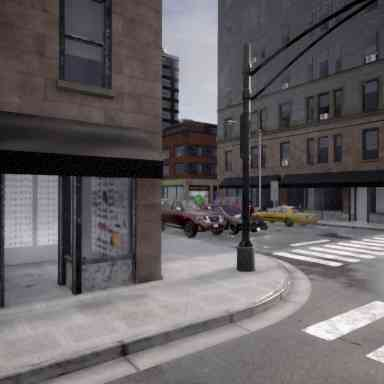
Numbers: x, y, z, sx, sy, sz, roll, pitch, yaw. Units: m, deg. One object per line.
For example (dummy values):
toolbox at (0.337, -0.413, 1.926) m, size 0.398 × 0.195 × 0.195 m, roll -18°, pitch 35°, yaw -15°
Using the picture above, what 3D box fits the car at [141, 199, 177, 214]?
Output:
car at (-3.682, 1.531, 36.427) m, size 1.887 × 1.381 × 4.507 m, roll 0°, pitch 0°, yaw -36°

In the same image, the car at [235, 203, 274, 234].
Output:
car at (1.795, 1.529, 19.245) m, size 2.033 × 1.411 × 5.357 m, roll 0°, pitch 0°, yaw -38°

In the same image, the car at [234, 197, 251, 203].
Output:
car at (2.916, 1.314, 27.182) m, size 2.192 × 1.841 × 5.009 m, roll 0°, pitch 0°, yaw -36°

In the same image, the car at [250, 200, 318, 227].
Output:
car at (6.115, 1.530, 22.697) m, size 1.752 × 1.417 × 4.829 m, roll 0°, pitch 0°, yaw -36°

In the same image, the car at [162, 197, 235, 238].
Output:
car at (-0.323, 1.286, 17.905) m, size 2.192 × 1.841 × 5.009 m, roll 0°, pitch 0°, yaw -36°
